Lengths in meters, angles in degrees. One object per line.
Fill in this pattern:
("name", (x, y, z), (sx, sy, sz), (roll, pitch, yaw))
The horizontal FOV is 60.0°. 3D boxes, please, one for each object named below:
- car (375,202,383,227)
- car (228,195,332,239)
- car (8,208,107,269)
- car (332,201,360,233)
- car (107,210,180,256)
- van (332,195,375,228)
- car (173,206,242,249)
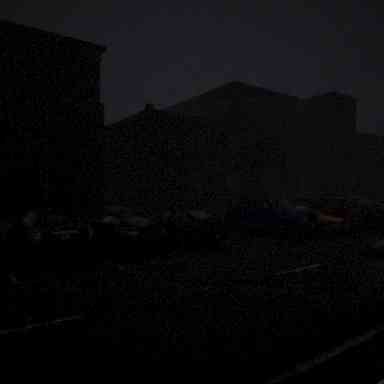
("car", (10.921, 1.246, 22.754), (2.435, 2.045, 5.566), (0, 0, -35))
("car", (4.133, 1.222, 17.917), (2.435, 2.045, 5.566), (0, 0, -35))
("car", (-4.918, 1.331, 11.463), (2.185, 1.767, 4.553), (0, 0, -35))
("car", (6.486, 1.478, 19.401), (1.946, 1.575, 5.366), (0, 0, -35))
("car", (-2.672, 1.499, 13.099), (2.002, 1.452, 4.674), (0, 0, -35))
("van", (8.710, 1.263, 21.070), (1.878, 1.987, 4.442), (0, 0, -35))
("car", (-0.407, 1.464, 14.709), (2.231, 1.521, 4.892), (0, 0, -35))
